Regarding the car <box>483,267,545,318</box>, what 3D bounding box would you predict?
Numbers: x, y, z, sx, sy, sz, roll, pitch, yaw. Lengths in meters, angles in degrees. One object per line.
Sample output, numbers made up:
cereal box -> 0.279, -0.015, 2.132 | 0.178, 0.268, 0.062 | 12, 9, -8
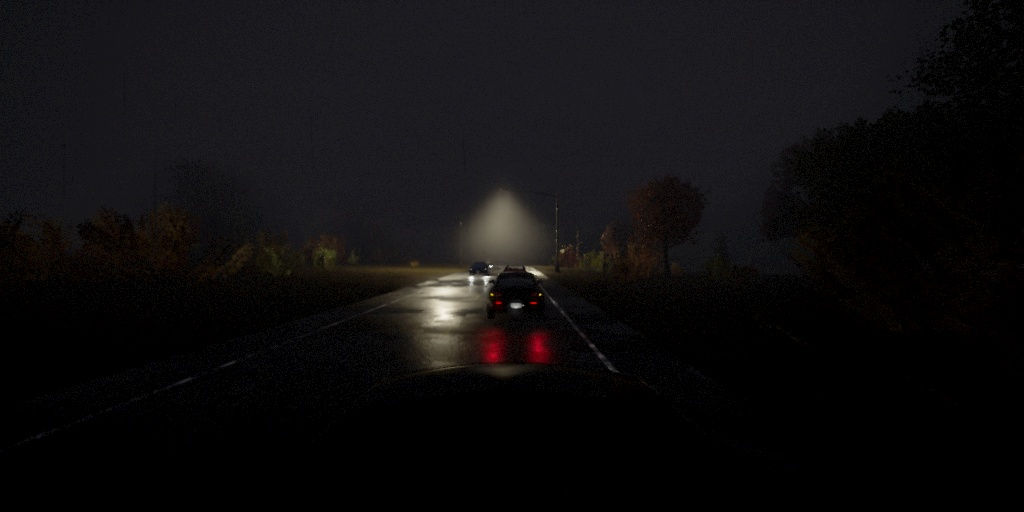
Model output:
car -> 0.143, 1.281, 12.818 | 1.812, 1.442, 4.674 | 0, 0, 1

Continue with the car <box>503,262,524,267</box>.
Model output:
car -> 0.250, 1.369, 29.722 | 1.895, 1.301, 4.718 | 0, 0, 0

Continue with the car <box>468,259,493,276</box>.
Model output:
car -> -3.391, 1.301, 37.895 | 1.812, 1.442, 4.674 | 0, 0, 0
